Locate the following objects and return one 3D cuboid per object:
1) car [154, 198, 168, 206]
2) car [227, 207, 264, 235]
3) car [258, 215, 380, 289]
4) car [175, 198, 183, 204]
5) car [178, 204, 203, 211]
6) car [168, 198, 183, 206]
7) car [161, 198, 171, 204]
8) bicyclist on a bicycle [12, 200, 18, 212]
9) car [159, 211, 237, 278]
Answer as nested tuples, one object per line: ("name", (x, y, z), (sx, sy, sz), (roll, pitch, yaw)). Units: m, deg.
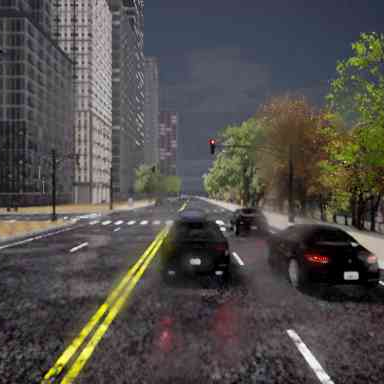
("car", (-6.507, 2.095, 67.615), (1.837, 1.490, 4.892), (0, 0, 0))
("car", (3.323, 1.682, 20.042), (1.837, 1.490, 4.892), (0, -1, 0))
("car", (3.330, 1.608, 9.287), (1.812, 1.442, 4.674), (0, 0, 0))
("car", (-3.255, 2.233, 83.081), (1.837, 1.490, 4.892), (0, -1, 0))
("car", (0.070, 1.730, 20.639), (2.033, 1.411, 5.357), (0, -1, 0))
("car", (-3.256, 2.138, 67.613), (2.033, 1.411, 5.357), (0, 0, 0))
("car", (-6.505, 2.258, 83.082), (2.128, 1.511, 4.902), (0, -1, 0))
("bicyclist on a bicycle", (-24.653, 1.993, 46.391), (0.582, 1.620, 1.656), (-1, 0, 0))
("car", (0.088, 1.571, 10.532), (1.882, 1.535, 5.008), (0, -1, 0))
